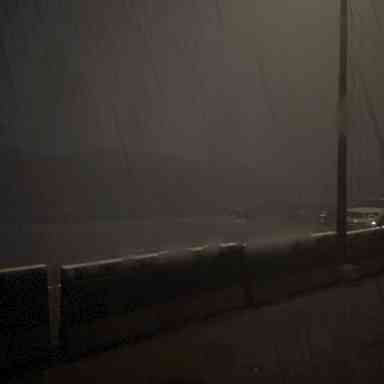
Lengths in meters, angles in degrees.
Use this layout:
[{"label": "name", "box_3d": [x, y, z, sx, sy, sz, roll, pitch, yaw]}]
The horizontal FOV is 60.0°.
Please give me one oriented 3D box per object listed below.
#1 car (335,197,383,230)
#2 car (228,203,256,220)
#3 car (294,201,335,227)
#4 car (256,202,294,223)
[{"label": "car", "box_3d": [11.770, 1.326, 20.980, 5.566, 2.045, 2.150, 0, 0, -35]}, {"label": "car", "box_3d": [5.699, 1.653, 29.548, 5.357, 1.411, 2.033, 0, 0, -35]}, {"label": "car", "box_3d": [9.807, 1.457, 23.878, 4.553, 1.767, 2.097, 0, 0, -35]}, {"label": "car", "box_3d": [7.723, 1.610, 26.691, 4.892, 1.490, 1.837, 0, 0, -35]}]
